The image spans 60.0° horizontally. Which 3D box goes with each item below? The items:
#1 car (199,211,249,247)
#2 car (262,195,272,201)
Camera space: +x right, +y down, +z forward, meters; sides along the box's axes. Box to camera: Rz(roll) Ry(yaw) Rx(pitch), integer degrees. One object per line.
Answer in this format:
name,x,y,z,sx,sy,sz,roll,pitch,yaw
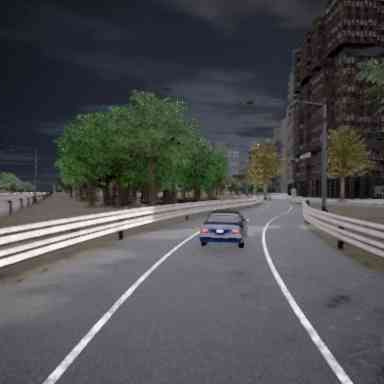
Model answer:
car,1.566,1.554,15.234,2.033,1.411,5.357,0,0,11
car,19.880,1.517,87.779,2.033,1.411,5.357,0,0,2
